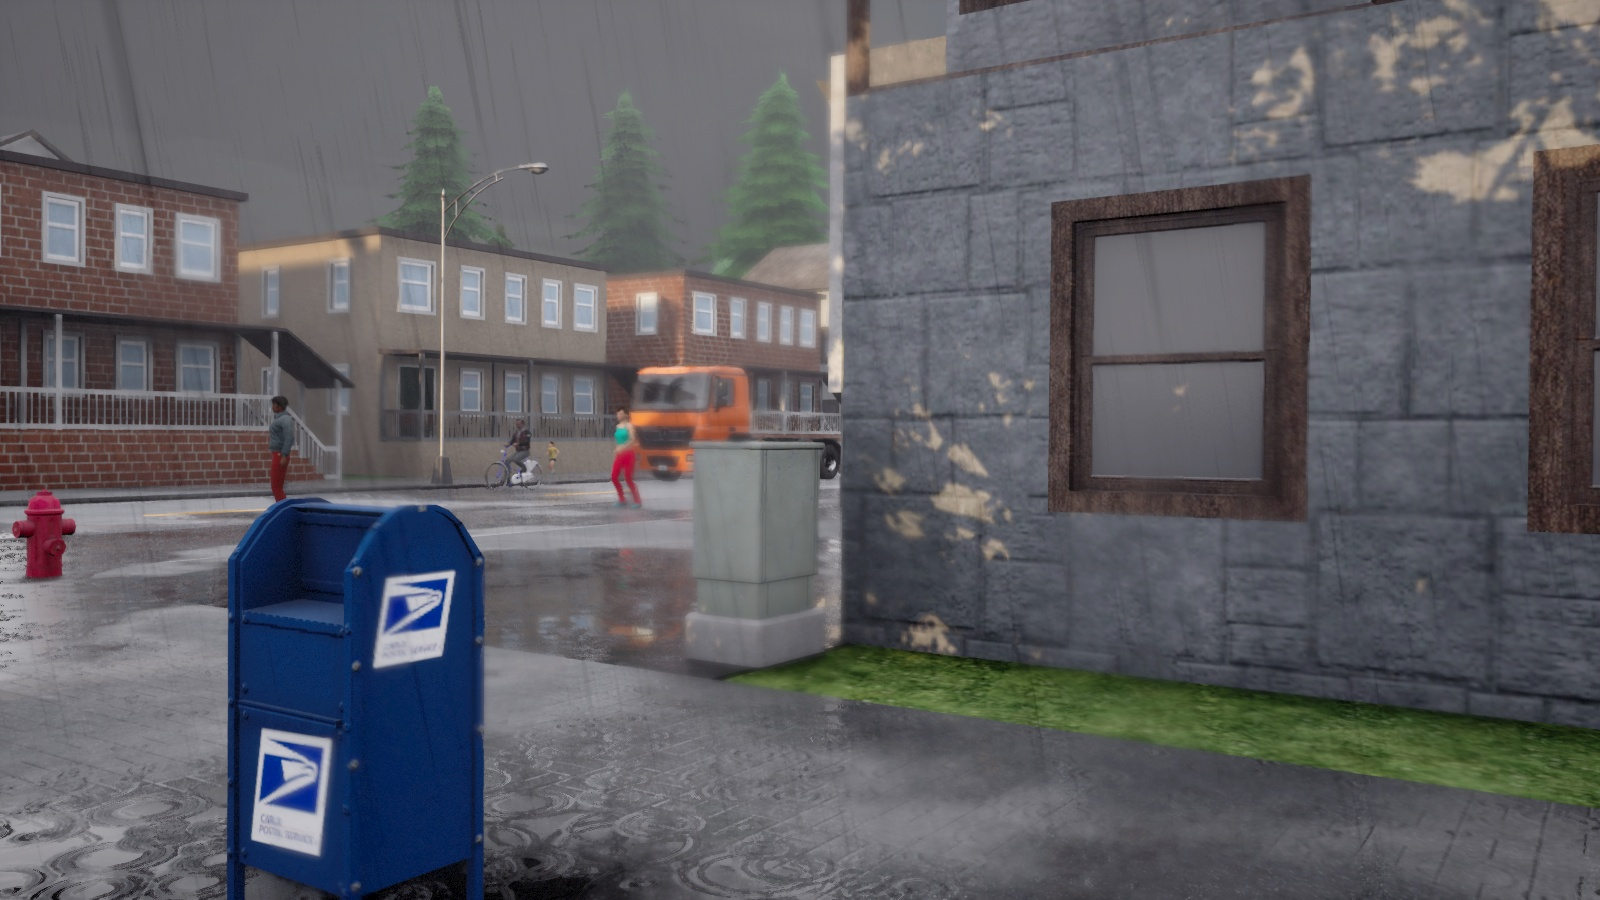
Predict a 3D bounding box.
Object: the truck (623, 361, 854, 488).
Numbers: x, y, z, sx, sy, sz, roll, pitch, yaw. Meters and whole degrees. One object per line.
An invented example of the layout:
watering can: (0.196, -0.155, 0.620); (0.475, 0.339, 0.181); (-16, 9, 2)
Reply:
truck: (-1.661, -0.760, 38.461); (2.891, 3.462, 7.936); (0, 1, 33)

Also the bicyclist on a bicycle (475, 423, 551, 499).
bicyclist on a bicycle: (-6.947, 0.249, 30.469); (0.659, 1.776, 1.843); (0, 1, 34)

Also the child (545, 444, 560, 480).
child: (-7.690, 0.358, 39.031); (0.255, 1.110, 0.394); (0, 1, 34)

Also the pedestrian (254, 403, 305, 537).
pedestrian: (-7.312, 0.267, 17.629); (0.614, 1.847, 0.353); (-1, 1, -26)

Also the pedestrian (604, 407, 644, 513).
pedestrian: (-3.099, 0.167, 22.091); (0.345, 1.836, 0.594); (0, 1, 43)
